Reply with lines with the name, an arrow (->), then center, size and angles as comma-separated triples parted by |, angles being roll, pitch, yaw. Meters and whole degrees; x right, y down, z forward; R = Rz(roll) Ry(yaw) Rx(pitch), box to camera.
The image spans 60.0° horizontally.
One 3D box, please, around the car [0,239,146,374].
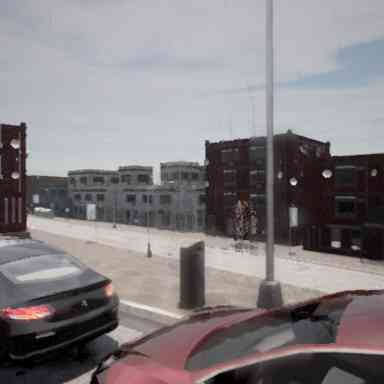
car -> -3.209, 1.514, 5.465 | 4.674, 1.452, 2.002 | 0, 0, 35
